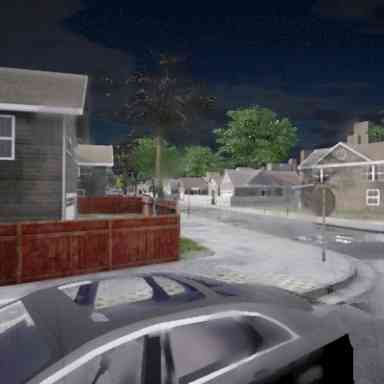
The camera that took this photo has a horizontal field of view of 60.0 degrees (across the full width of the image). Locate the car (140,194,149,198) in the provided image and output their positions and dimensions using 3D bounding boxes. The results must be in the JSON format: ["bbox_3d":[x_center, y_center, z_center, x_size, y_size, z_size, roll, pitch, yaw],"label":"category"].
[{"bbox_3d":[-12.275,1.499,92.257,2.033,1.411,5.357,1,0,-15],"label":"car"}]

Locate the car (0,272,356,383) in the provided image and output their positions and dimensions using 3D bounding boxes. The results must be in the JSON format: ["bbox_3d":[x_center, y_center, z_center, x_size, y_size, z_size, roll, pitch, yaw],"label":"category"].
[{"bbox_3d":[-0.777,1.491,2.391,4.902,1.511,2.128,0,0,-35],"label":"car"}]

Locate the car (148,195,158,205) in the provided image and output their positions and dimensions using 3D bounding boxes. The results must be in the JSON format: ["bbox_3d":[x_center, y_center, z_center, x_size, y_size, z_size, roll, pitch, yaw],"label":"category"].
[{"bbox_3d":[-5.821,1.526,58.164,2.033,1.411,5.357,1,0,-15],"label":"car"}]
